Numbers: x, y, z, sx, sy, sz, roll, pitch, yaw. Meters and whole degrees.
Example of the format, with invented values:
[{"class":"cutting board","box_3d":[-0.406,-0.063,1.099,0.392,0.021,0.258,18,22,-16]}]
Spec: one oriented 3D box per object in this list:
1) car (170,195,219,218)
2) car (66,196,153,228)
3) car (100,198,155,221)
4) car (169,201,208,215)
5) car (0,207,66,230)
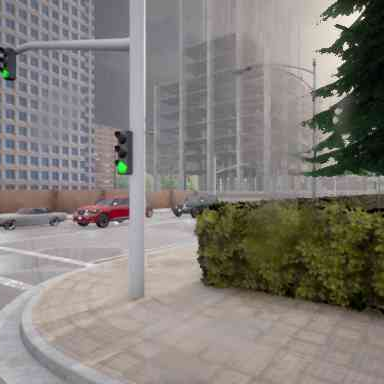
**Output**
[{"class":"car","box_3d":[0.529,1.276,31.595,2.150,2.045,5.566,0,0,36]},{"class":"car","box_3d":[-5.508,1.276,23.168,2.150,2.045,5.566,0,0,33]},{"class":"car","box_3d":[-5.536,1.407,29.130,2.097,1.767,4.553,0,0,35]},{"class":"car","box_3d":[-0.309,1.655,36.443,1.895,1.301,4.718,0,0,36]},{"class":"car","box_3d":[-10.750,1.656,21.801,1.895,1.301,4.718,0,0,35]}]
